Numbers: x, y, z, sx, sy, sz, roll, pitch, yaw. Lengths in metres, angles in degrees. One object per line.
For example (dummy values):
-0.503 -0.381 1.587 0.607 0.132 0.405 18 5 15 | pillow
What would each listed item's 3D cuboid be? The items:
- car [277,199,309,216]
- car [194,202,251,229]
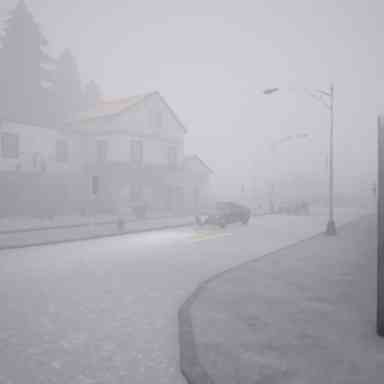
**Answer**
9.869 1.421 32.243 1.837 1.490 4.892 1 0 36 | car
2.056 1.406 21.392 2.128 1.511 4.902 1 0 36 | car
